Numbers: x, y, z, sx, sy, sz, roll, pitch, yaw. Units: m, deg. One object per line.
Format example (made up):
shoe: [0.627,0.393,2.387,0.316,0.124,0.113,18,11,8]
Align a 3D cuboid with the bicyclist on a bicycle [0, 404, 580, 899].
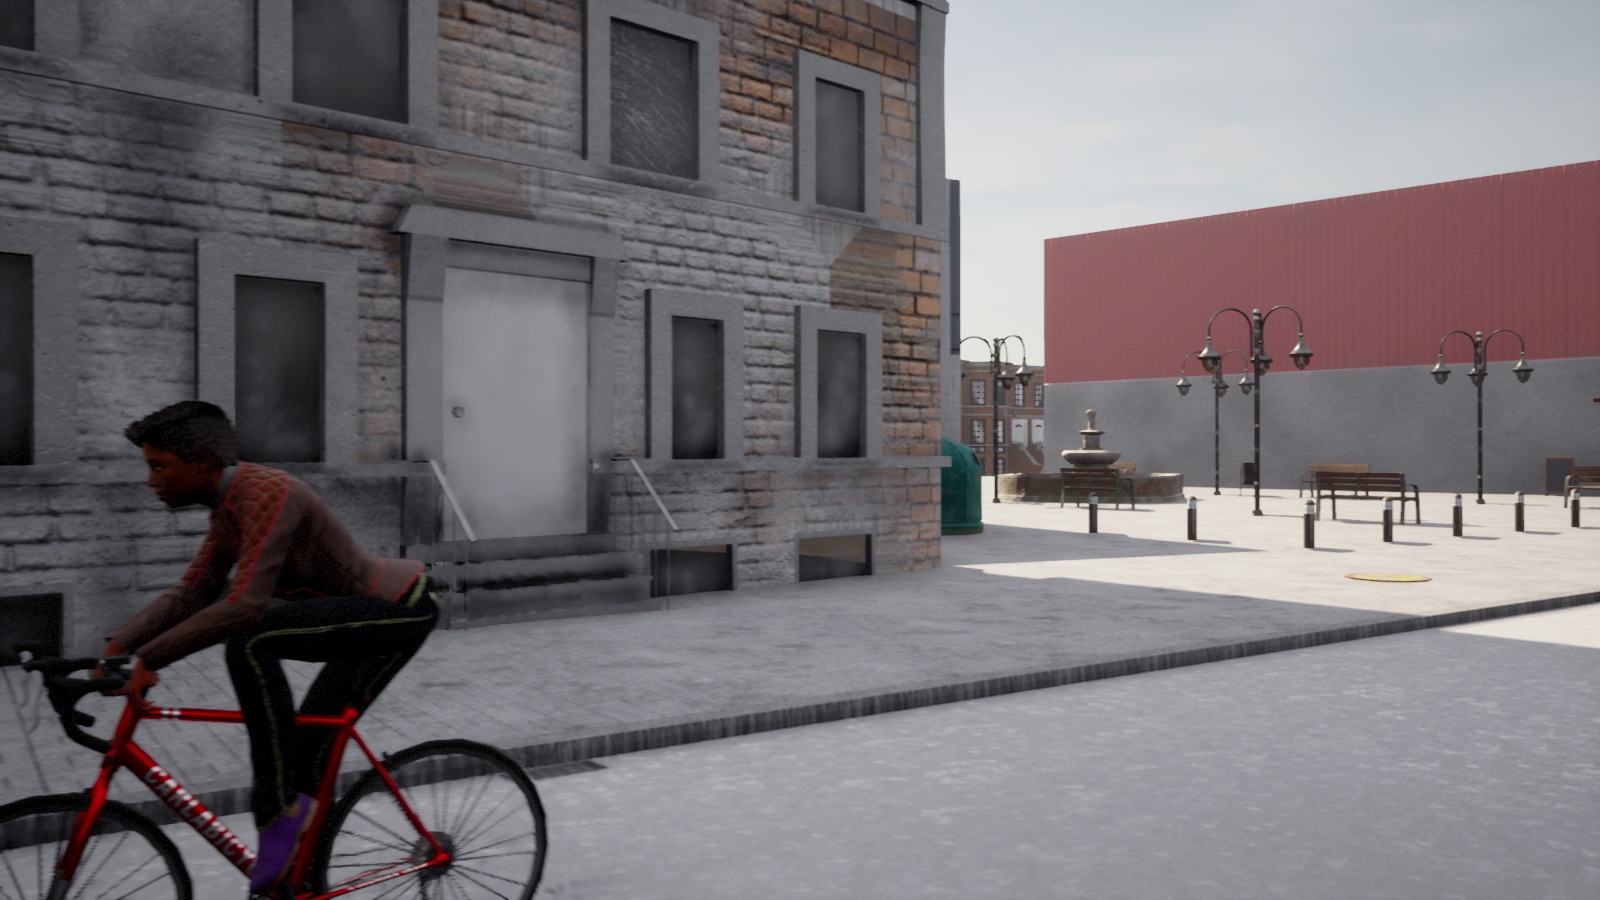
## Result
bicyclist on a bicycle: [-1.461,0.706,3.251,1.656,1.620,0.582,-1,0,-35]
